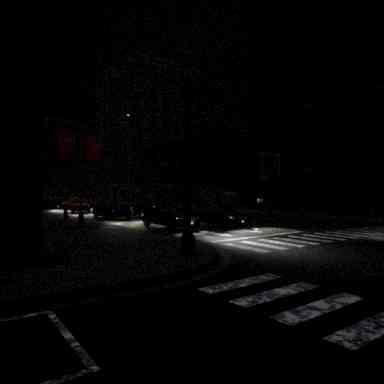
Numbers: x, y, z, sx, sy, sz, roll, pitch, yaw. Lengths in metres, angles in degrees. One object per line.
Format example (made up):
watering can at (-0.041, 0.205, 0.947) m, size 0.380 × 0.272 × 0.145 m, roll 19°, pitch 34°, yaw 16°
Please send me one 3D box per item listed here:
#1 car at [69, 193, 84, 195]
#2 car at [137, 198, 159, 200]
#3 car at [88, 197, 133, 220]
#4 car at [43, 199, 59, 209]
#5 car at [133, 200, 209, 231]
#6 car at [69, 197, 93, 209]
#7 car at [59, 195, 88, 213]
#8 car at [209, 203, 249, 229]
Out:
car at (-20.573, 1.128, 58.734) m, size 2.150 × 2.045 × 5.566 m, roll 0°, pitch 0°, yaw -36°
car at (-3.578, 1.313, 29.243) m, size 2.097 × 1.767 × 4.553 m, roll 0°, pitch 0°, yaw -36°
car at (-6.851, 1.441, 28.227) m, size 1.882 × 1.535 × 5.008 m, roll 0°, pitch 0°, yaw -36°
car at (-18.382, 1.536, 44.322) m, size 1.895 × 1.301 × 4.718 m, roll 0°, pitch 0°, yaw -35°
car at (-1.434, 1.469, 20.704) m, size 2.128 × 1.511 × 4.902 m, roll 0°, pitch 0°, yaw -36°
car at (-15.260, 1.457, 45.541) m, size 1.812 × 1.442 × 4.674 m, roll 0°, pitch 0°, yaw -35°
car at (-12.623, 1.427, 36.249) m, size 1.882 × 1.535 × 5.008 m, roll 0°, pitch 0°, yaw -35°
car at (1.663, 1.500, 21.995) m, size 1.812 × 1.442 × 4.674 m, roll 0°, pitch 0°, yaw -37°
